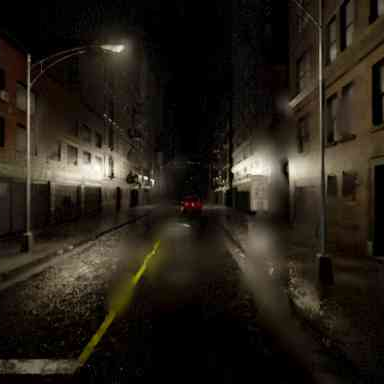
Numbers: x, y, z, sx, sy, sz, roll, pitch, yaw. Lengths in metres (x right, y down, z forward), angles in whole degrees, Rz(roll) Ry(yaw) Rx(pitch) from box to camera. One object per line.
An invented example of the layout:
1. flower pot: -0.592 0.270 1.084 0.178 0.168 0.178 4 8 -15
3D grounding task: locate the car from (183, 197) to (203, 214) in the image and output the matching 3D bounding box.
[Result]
1. car: 0.099 1.570 40.269 2.150 2.045 5.566 0 0 0
